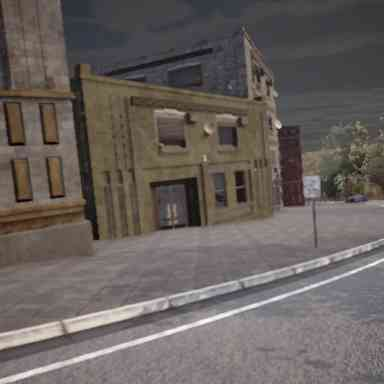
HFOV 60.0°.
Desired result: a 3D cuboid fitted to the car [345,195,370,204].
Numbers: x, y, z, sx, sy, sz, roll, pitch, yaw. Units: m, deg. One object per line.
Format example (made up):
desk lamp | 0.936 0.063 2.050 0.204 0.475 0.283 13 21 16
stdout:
car | 27.751 1.276 56.145 2.033 1.411 5.357 -5 -2 0
